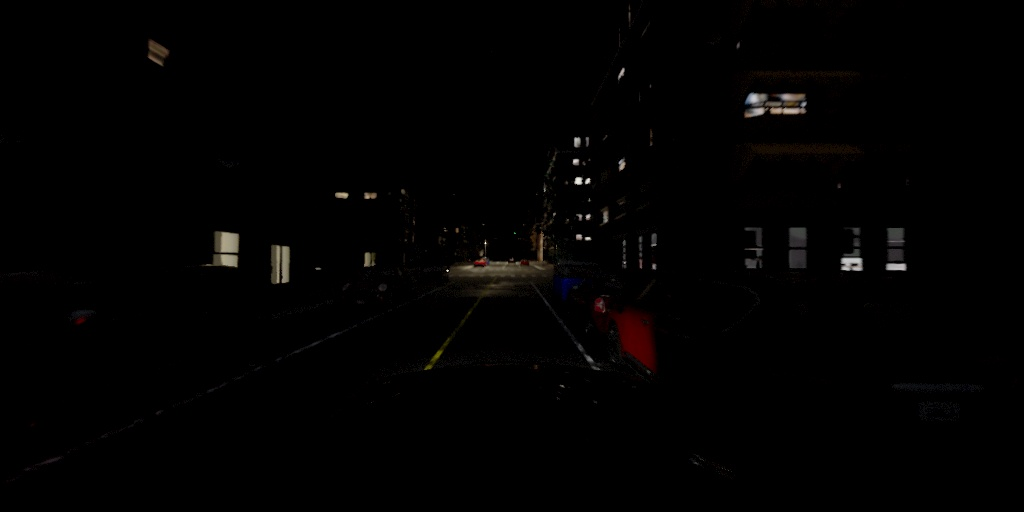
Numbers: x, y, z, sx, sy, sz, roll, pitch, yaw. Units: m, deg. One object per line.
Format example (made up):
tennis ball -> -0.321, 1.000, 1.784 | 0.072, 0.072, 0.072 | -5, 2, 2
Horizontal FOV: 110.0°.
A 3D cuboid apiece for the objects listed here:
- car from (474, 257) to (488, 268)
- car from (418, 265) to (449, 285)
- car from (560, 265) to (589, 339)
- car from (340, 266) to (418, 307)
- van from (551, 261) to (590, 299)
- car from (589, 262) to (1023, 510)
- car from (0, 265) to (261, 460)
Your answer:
car -> -5.794, 1.367, 64.246 | 1.888, 1.381, 4.507 | 0, 0, 0
car -> -5.701, 1.329, 26.291 | 2.007, 1.370, 4.403 | 0, 0, 0
car -> 2.687, 1.200, 10.066 | 1.967, 1.591, 4.097 | 0, 0, 0
car -> -5.696, 1.205, 15.477 | 1.967, 1.591, 4.097 | 0, 0, 0
van -> 2.685, 1.108, 15.473 | 1.690, 1.789, 3.998 | 0, 0, 0
car -> 2.690, 1.069, 4.658 | 2.192, 1.841, 5.009 | 0, 0, 0
car -> -5.691, 1.067, 4.662 | 2.192, 1.841, 5.009 | 0, 0, 0
